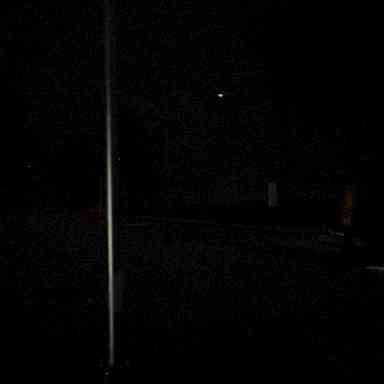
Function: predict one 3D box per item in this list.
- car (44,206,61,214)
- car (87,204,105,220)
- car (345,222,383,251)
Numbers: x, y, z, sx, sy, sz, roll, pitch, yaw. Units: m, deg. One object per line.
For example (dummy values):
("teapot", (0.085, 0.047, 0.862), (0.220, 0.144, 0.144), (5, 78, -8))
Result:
("car", (-24.540, 3.114, 58.450), (1.994, 1.385, 4.181), (-1, -1, -37))
("car", (-10.761, 2.231, 39.212), (2.097, 1.767, 4.553), (-1, -1, -36))
("car", (8.379, 1.549, 12.523), (1.882, 1.535, 5.008), (-1, -1, -36))
